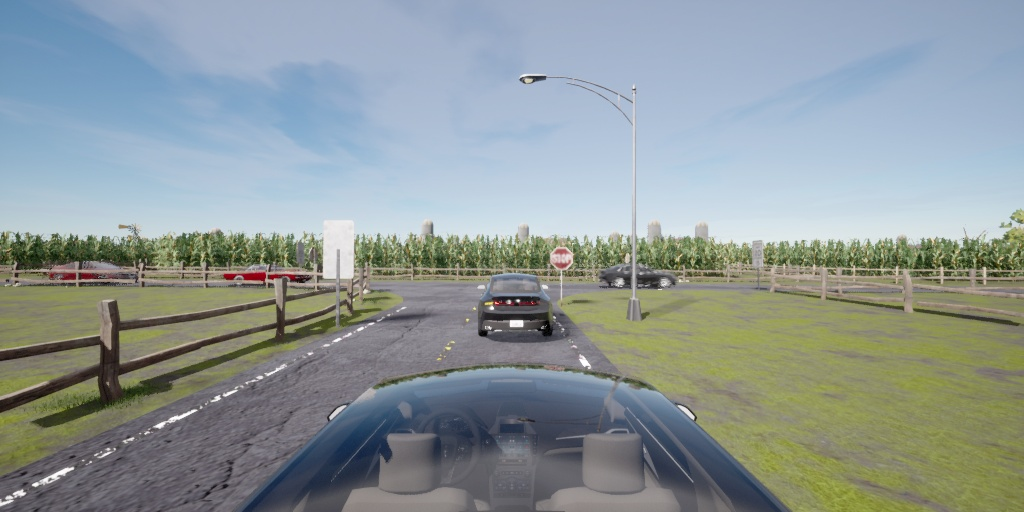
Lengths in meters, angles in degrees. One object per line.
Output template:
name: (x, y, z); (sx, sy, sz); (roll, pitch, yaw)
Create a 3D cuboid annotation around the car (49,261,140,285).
car: (-26.893, 1.080, 23.180); (4.674, 1.442, 1.812); (1, -1, 0)

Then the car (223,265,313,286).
car: (-15.582, 1.230, 23.143); (4.718, 1.301, 1.895); (0, -1, 0)

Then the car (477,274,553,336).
car: (0.041, 1.257, 10.383); (1.837, 1.490, 4.892); (0, 0, -1)

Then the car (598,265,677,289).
car: (8.029, 1.307, 23.074); (4.892, 1.490, 1.837); (0, -1, 0)
